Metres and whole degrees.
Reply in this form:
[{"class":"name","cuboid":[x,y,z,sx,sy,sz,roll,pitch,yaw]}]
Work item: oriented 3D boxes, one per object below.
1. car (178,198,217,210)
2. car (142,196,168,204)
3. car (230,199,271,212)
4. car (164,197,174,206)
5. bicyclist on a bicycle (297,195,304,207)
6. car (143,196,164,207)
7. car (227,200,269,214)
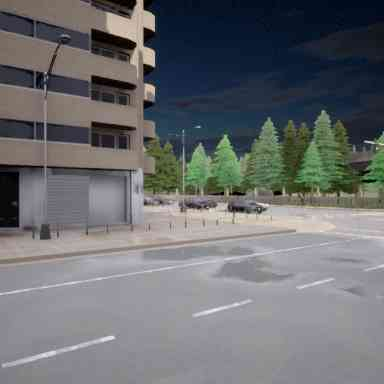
[{"class":"car","cuboid":[0.338,1.492,42.419,2.033,1.411,5.357,0,0,-36]},{"class":"car","cuboid":[-7.154,1.545,64.451,4.718,1.301,1.895,0,0,31]},{"class":"car","cuboid":[6.805,1.545,39.186,1.895,1.301,4.718,0,0,-35]},{"class":"car","cuboid":[-5.038,1.435,54.093,4.902,1.511,2.128,0,0,42]},{"class":"bicyclist on a bicycle","cuboid":[15.151,1.245,46.458,1.656,1.620,0.582,0,0,-35]},{"class":"car","cuboid":[-6.923,1.470,51.128,4.674,1.442,1.812,0,0,43]},{"class":"car","cuboid":[5.569,1.508,34.802,1.994,1.385,4.181,0,0,-35]}]
